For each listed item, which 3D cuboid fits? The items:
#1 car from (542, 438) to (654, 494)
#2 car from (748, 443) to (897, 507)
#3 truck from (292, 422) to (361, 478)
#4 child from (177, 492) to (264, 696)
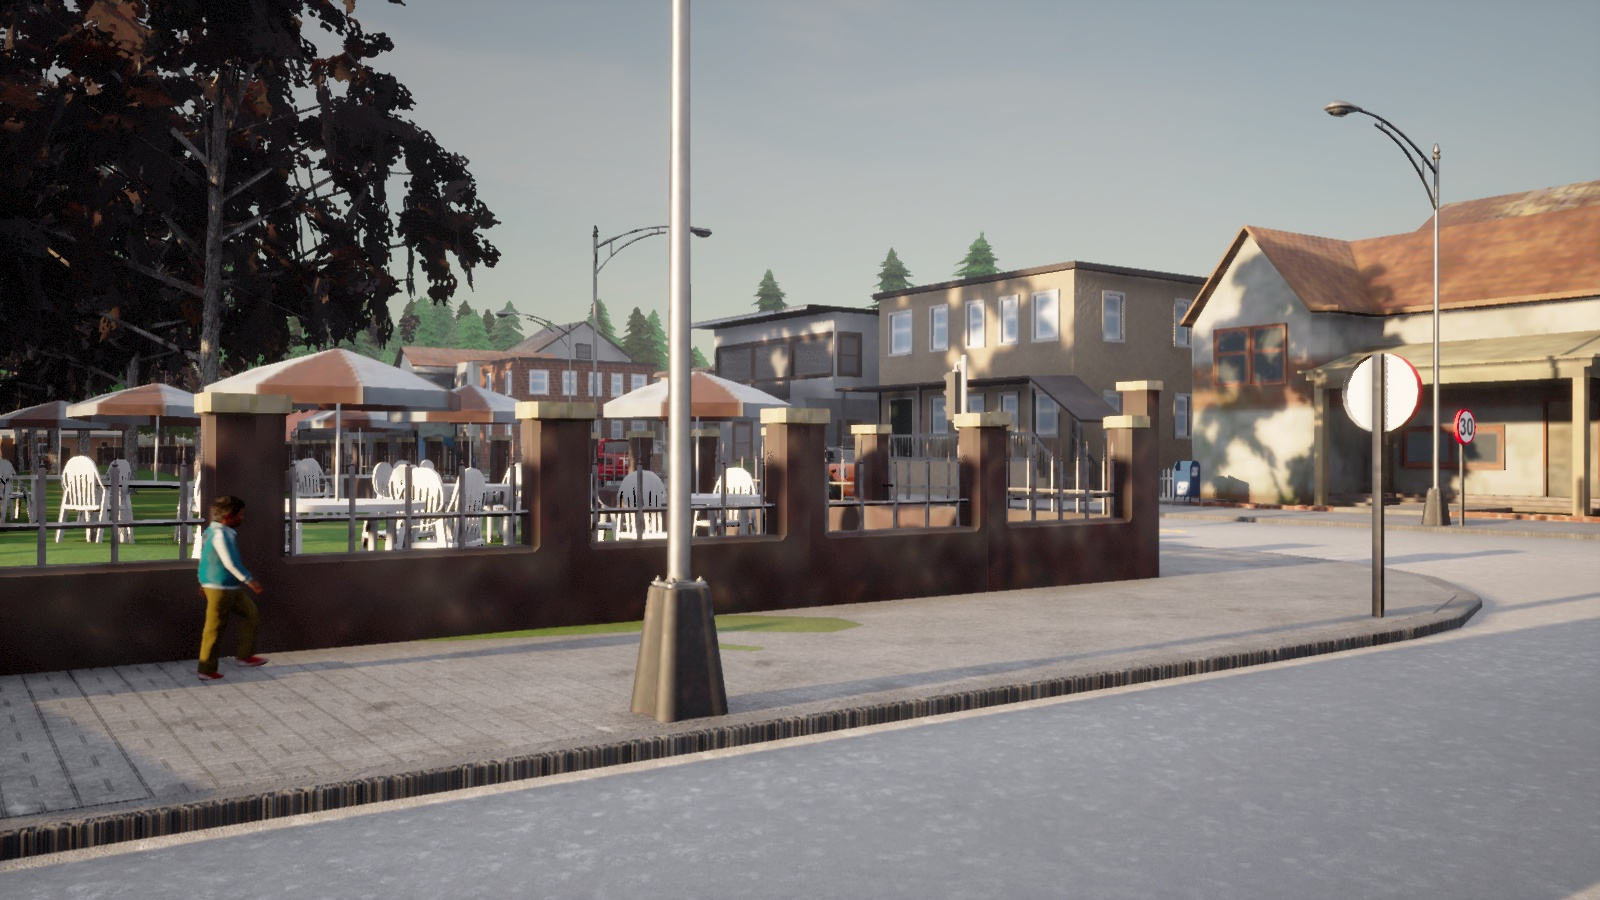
[{"bbox_3d":[-7.976,0.595,49.126,2.150,2.045,5.566,0,0,-35],"label":"car"},{"bbox_3d":[0.579,0.687,36.896,2.097,1.767,4.553,0,0,-35],"label":"car"},{"bbox_3d":[-30.690,0.020,81.218,2.891,3.462,7.936,0,0,-30],"label":"truck"},{"bbox_3d":[-3.547,0.860,7.683,0.448,1.192,0.343,0,0,-30],"label":"child"}]
